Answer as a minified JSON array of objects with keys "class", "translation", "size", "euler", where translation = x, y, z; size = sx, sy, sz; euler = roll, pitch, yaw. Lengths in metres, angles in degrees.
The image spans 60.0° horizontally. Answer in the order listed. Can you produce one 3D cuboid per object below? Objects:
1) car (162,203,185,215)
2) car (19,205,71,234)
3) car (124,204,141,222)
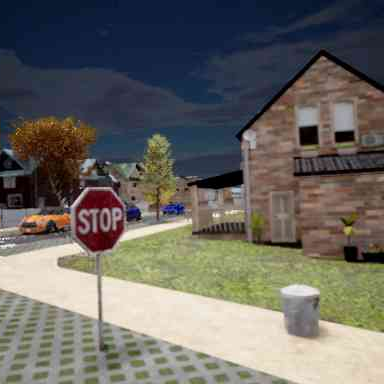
[{"class":"car","translation":[-2.458,2.260,45.119],"size":[1.882,1.535,5.008],"euler":[-3,-1,17]},{"class":"car","translation":[-9.441,1.810,22.615],"size":[2.097,1.767,4.553],"euler":[-3,-2,17]},{"class":"car","translation":[-6.636,1.939,31.678],"size":[2.097,1.767,4.553],"euler":[-3,-2,17]}]
